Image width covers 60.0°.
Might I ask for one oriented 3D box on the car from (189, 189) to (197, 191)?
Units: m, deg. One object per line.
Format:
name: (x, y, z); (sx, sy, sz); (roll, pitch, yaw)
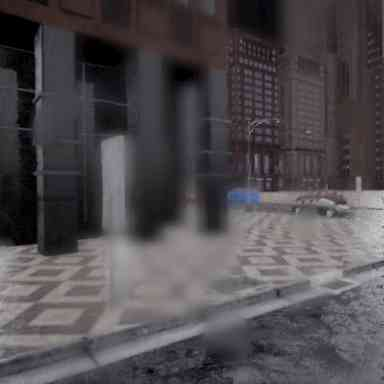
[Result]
car: (0.481, 0.397, 51.481); (2.192, 1.841, 5.009); (0, 1, -35)

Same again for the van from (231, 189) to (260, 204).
van: (6.801, 0.565, 42.576); (1.690, 1.788, 3.998); (0, 1, -35)

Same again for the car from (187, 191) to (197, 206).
car: (-0.158, 0.875, 37.654); (1.887, 1.381, 4.507); (0, 1, -35)

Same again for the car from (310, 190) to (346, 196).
car: (13.121, 0.688, 33.672); (2.192, 1.841, 5.009); (0, 1, -35)

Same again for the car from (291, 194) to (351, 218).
car: (9.321, 1.107, 24.299); (2.008, 1.369, 4.403); (0, 1, -35)
